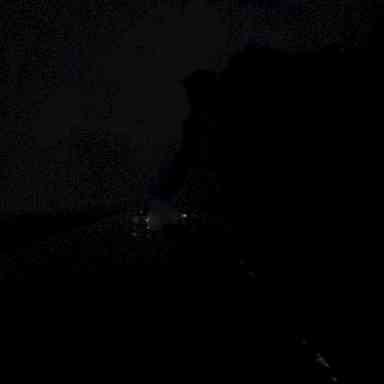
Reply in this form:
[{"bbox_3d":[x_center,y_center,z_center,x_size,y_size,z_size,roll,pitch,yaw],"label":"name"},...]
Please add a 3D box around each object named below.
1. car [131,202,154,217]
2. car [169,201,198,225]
[{"bbox_3d":[-4.803,1.643,32.676,1.994,1.385,4.181,0,0,-4],"label":"car"},{"bbox_3d":[-0.603,1.597,24.176,2.033,1.411,5.357,0,0,-3],"label":"car"}]
